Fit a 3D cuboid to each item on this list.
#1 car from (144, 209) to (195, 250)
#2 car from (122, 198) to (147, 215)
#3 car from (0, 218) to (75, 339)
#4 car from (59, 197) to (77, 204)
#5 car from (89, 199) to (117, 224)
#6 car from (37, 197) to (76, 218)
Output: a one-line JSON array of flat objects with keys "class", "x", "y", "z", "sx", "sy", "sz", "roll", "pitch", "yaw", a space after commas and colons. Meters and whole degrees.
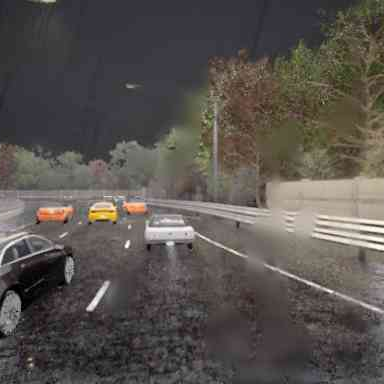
[{"class": "car", "x": -1.096, "y": 1.635, "z": 14.613, "sx": 1.895, "sy": 1.301, "sz": 4.718, "roll": 0, "pitch": 0, "yaw": -7}, {"class": "car", "x": -6.194, "y": 1.449, "z": 35.622, "sx": 2.097, "sy": 1.767, "sz": 4.553, "roll": 0, "pitch": 0, "yaw": -19}, {"class": "car", "x": -3.797, "y": 1.520, "z": 6.540, "sx": 2.128, "sy": 1.511, "sz": 4.902, "roll": 0, "pitch": 0, "yaw": -3}, {"class": "car", "x": -27.131, "y": 1.784, "z": 72.813, "sx": 2.128, "sy": 1.511, "sz": 4.902, "roll": 0, "pitch": 0, "yaw": -41}, {"class": "car", "x": -6.782, "y": 1.557, "z": 25.454, "sx": 1.882, "sy": 1.535, "sz": 5.008, "roll": 0, "pitch": 0, "yaw": -14}, {"class": "car", "x": -10.423, "y": 1.447, "z": 25.604, "sx": 2.097, "sy": 1.767, "sz": 4.553, "roll": 0, "pitch": 0, "yaw": -14}]
